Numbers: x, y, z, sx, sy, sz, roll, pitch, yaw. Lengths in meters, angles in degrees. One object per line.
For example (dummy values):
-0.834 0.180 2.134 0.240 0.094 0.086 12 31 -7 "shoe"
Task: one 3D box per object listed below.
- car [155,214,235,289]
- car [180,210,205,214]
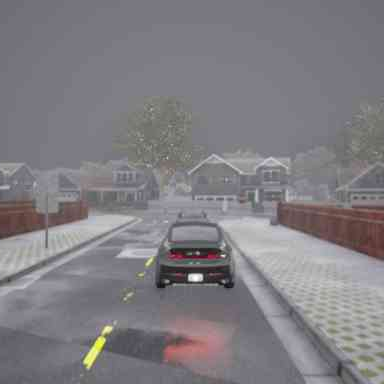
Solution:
0.061 1.564 9.331 1.837 1.490 4.892 0 -1 0 "car"
0.019 1.733 20.359 1.895 1.301 4.718 0 0 0 "car"
